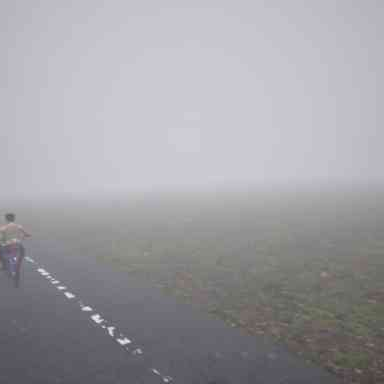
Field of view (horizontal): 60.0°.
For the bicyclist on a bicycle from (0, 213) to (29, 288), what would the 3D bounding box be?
[{"bbox_3d":[-4.149,1.285,7.637,0.866,1.612,1.509,-3,2,-37],"label":"bicyclist on a bicycle"}]
